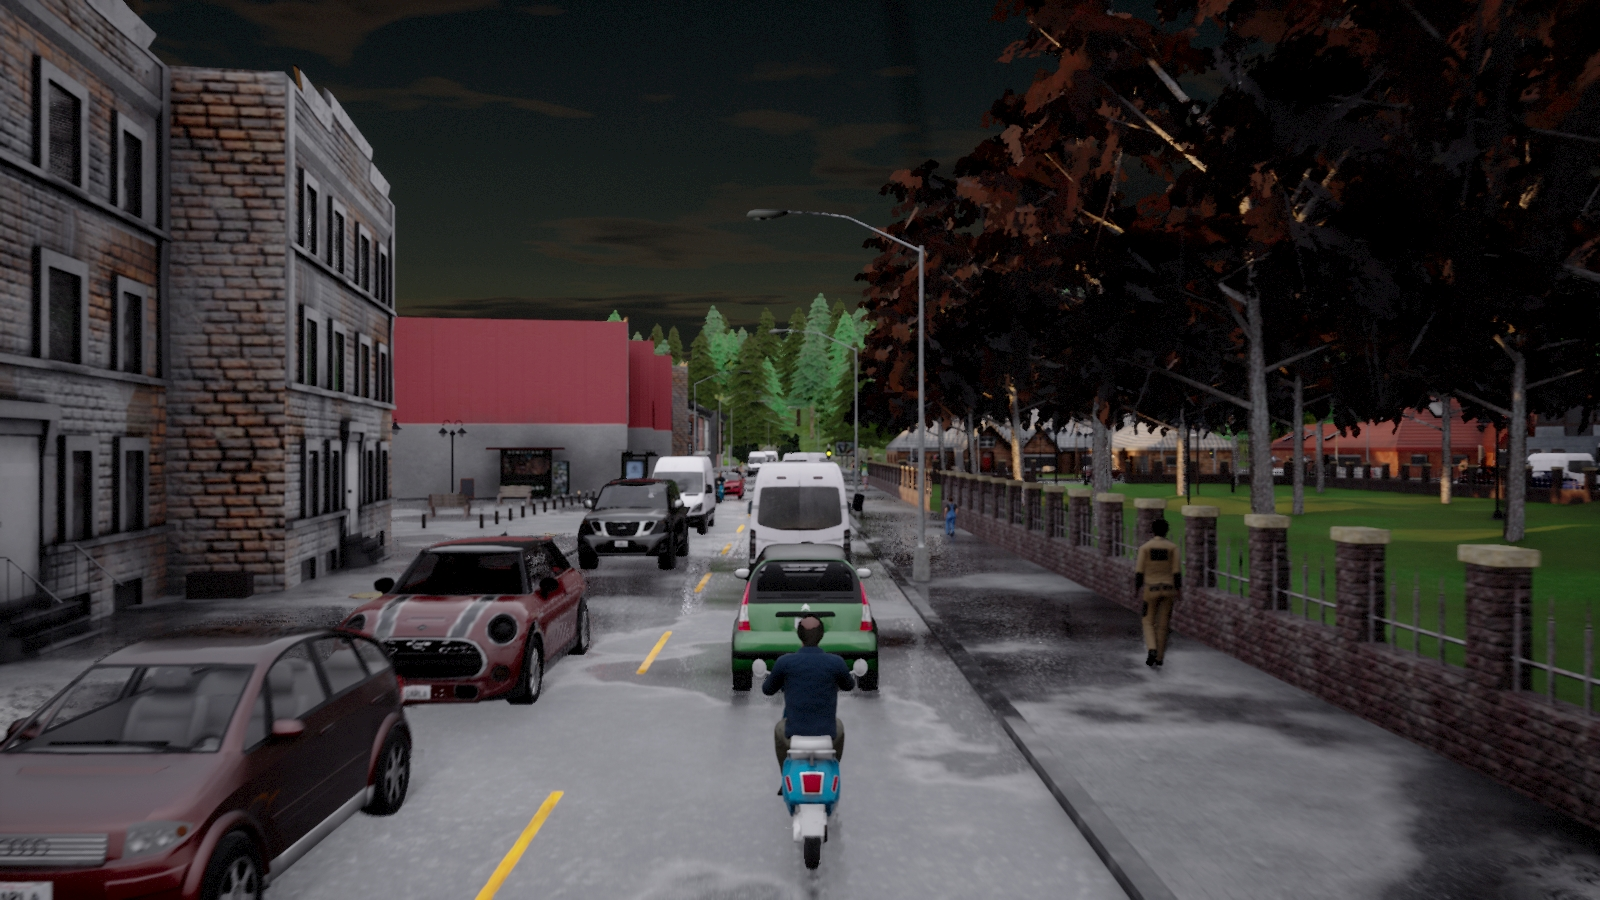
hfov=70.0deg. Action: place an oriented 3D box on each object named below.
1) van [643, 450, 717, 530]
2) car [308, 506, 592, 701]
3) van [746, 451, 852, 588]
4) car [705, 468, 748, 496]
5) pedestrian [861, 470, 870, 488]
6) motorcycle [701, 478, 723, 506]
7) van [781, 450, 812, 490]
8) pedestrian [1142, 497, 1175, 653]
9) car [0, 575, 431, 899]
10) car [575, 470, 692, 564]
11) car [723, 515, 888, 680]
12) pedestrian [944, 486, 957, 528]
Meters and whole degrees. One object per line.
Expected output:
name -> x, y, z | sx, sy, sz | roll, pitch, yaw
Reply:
van -> -4.105, 1.299, 39.864 | 1.988, 2.561, 5.915 | 0, 0, 0
car -> -3.989, 1.681, 13.958 | 2.097, 1.767, 4.553 | 0, 0, 0
van -> -0.027, 1.304, 24.323 | 1.988, 2.561, 5.915 | 0, 0, 0
car -> -4.213, 1.815, 66.244 | 2.231, 1.480, 4.892 | 0, 0, 0
pedestrian -> 4.235, 1.872, 73.452 | 0.500, 1.100, 0.500 | 0, 0, -6
motorcycle -> -4.160, 1.963, 54.166 | 0.867, 1.251, 2.209 | 0, 0, 0
van -> -0.257, 1.280, 75.725 | 1.988, 2.561, 5.915 | 0, 0, 0
pedestrian -> 4.400, 1.517, 14.019 | 0.375, 1.860, 0.375 | 0, 0, 16
car -> -3.922, 1.803, 7.545 | 1.789, 1.549, 3.705 | 0, 0, 0
car -> -4.008, 1.550, 28.499 | 2.150, 2.045, 5.566 | 0, 0, 0
car -> 0.045, 1.773, 14.810 | 1.851, 1.617, 3.988 | 0, 0, 0
pedestrian -> 4.714, 1.788, 35.792 | 0.375, 1.300, 0.375 | 0, 0, 0
